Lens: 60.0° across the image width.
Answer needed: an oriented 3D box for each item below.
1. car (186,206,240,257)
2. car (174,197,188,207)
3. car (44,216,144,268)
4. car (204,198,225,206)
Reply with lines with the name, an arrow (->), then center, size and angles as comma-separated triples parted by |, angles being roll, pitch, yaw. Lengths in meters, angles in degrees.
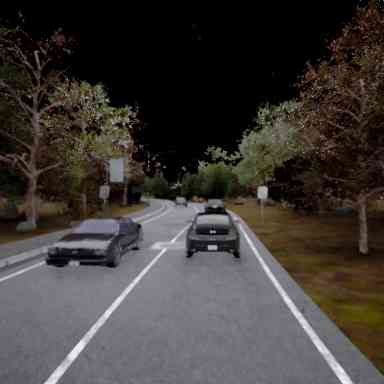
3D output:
car -> 0.827, 1.519, 12.985 | 1.837, 1.490, 4.892 | 0, 0, 4
car -> -1.720, 1.575, 51.763 | 1.837, 1.490, 4.892 | 1, 0, -5
car -> -3.023, 1.571, 11.681 | 2.033, 1.411, 5.357 | 0, 0, 4
car -> 2.263, 1.409, 33.483 | 2.097, 1.767, 4.553 | 0, 0, 3
